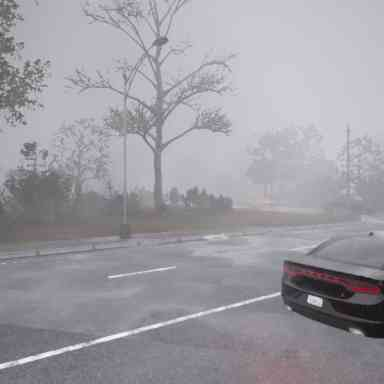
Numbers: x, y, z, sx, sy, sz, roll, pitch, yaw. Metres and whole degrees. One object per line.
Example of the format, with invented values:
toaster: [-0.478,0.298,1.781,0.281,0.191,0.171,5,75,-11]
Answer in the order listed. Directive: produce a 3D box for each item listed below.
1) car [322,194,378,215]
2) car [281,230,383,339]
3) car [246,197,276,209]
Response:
car: [16.319,1.212,34.790,2.150,2.045,5.566,0,0,-30]
car: [3.873,1.475,6.391,5.008,1.535,1.882,0,0,-35]
car: [9.715,1.504,46.972,1.882,1.535,5.008,0,0,-27]
